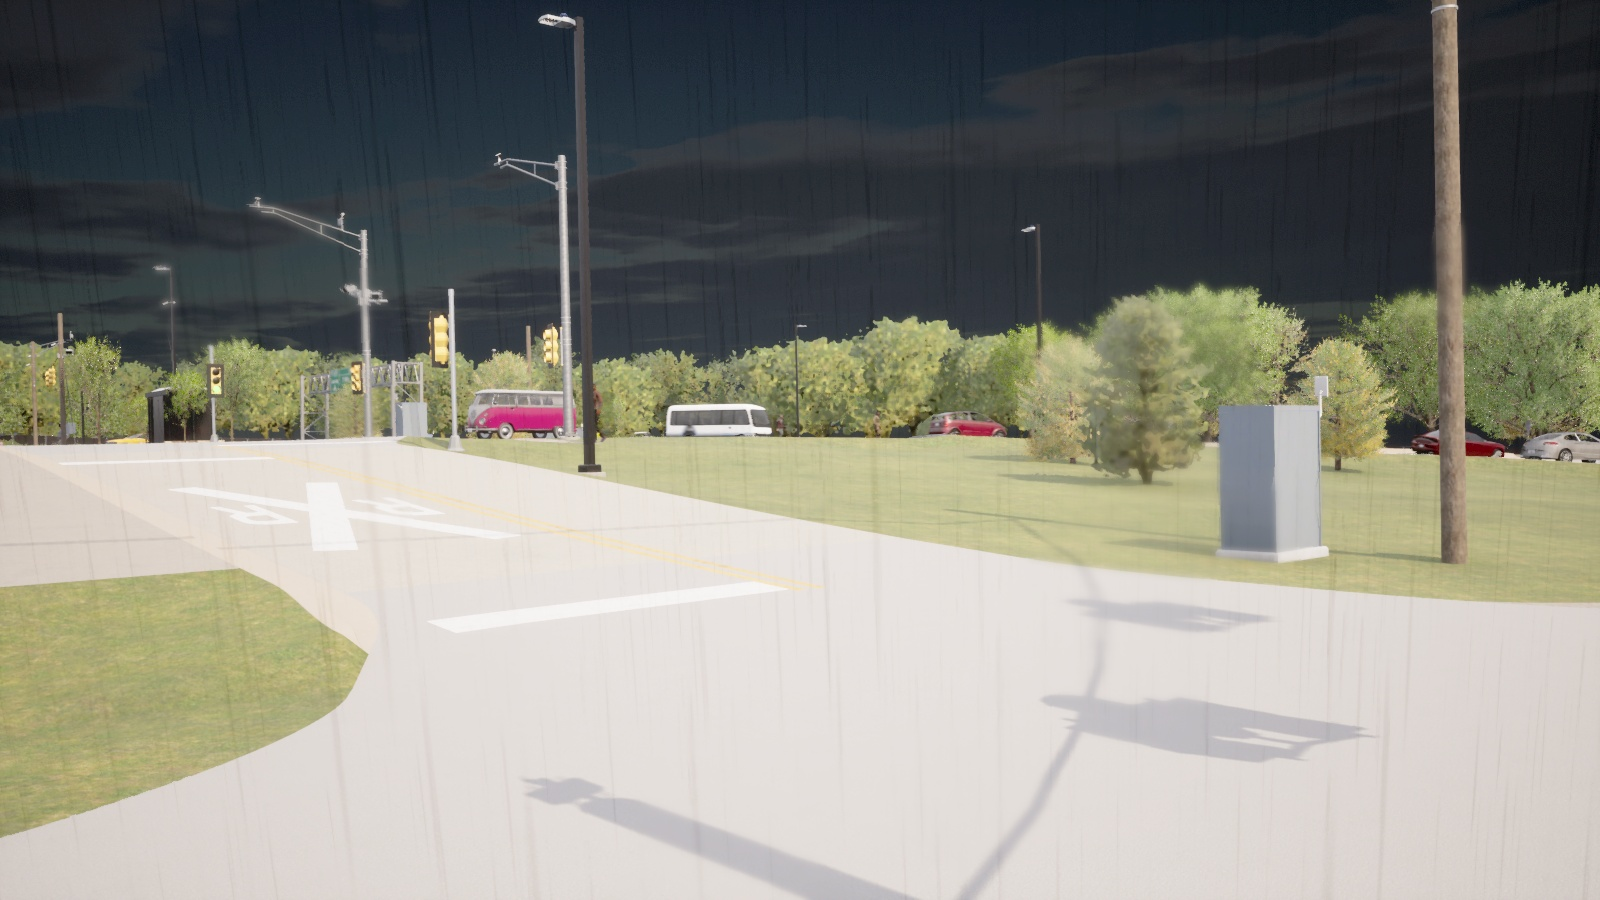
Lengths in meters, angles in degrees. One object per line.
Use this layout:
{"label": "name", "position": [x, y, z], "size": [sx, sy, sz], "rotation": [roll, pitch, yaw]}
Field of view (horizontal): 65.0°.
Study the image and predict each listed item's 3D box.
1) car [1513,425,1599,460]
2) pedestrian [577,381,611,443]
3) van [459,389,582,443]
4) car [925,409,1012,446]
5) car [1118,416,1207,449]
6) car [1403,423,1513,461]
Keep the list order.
{"label": "car", "position": [37.630, -0.357, 61.044], "size": [5.027, 1.651, 2.152], "rotation": [0, 0, -13]}
{"label": "pedestrian", "position": [-6.060, -1.119, 36.942], "size": [0.869, 1.805, 0.328], "rotation": [-2, 1, -40]}
{"label": "van", "position": [-10.940, -1.311, 49.342], "size": [1.775, 1.987, 4.442], "rotation": [-1, 0, 44]}
{"label": "car", "position": [8.025, -1.062, 59.840], "size": [3.705, 1.549, 1.789], "rotation": [2, -2, -25]}
{"label": "car", "position": [18.583, -0.908, 64.425], "size": [3.988, 1.617, 1.851], "rotation": [1, 2, 44]}
{"label": "car", "position": [33.547, -0.412, 64.046], "size": [5.008, 1.535, 1.882], "rotation": [2, 6, -19]}
